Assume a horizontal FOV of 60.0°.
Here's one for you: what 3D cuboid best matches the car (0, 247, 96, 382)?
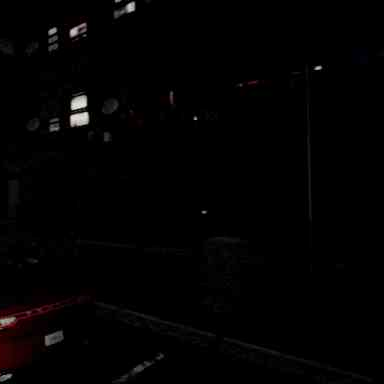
[{"bbox_3d":[-3.408,1.514,5.028,4.507,1.381,1.887,0,-1,34],"label":"car"}]
